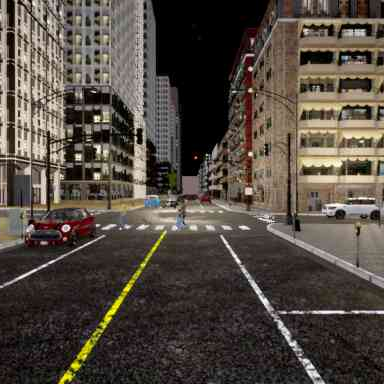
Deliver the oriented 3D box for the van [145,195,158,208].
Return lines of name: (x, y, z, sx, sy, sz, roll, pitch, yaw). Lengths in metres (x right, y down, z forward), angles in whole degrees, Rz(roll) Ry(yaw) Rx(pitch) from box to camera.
van: (-5.701, 1.352, 47.281, 1.690, 1.788, 3.998, 0, 0, 0)

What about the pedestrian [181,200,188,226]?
pedestrian: (-0.506, 1.295, 20.142, 0.375, 1.860, 0.375, 0, 0, 0)

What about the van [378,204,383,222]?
van: (16.925, 1.706, 25.545, 3.998, 1.788, 1.690, 1, -1, 0)

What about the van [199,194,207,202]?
van: (2.672, 1.375, 80.590, 1.690, 1.788, 3.998, 0, 0, 0)

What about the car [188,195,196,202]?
car: (-0.012, 1.500, 76.361, 1.882, 1.535, 5.008, 0, 0, 0)

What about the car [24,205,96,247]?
car: (-5.694, 1.441, 14.807, 1.967, 1.590, 4.097, 0, 0, 0)

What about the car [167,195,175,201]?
car: (-5.710, 1.569, 91.518, 1.752, 1.417, 4.829, 0, 0, 0)

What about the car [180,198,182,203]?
car: (-3.099, 1.508, 56.291, 2.128, 1.511, 4.902, 0, 0, 0)

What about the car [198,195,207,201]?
car: (2.672, 1.589, 86.140, 2.008, 1.369, 4.403, 0, 0, 0)

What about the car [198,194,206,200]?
car: (2.670, 1.359, 91.691, 2.192, 1.841, 5.009, 0, 0, 0)

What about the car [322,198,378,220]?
car: (15.280, 1.546, 31.473, 5.566, 2.045, 2.150, 1, 0, -2)

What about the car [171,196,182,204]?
car: (-3.028, 1.587, 67.516, 1.994, 1.385, 4.181, 0, 0, 1)

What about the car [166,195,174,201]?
car: (-5.709, 1.479, 86.137, 1.967, 1.590, 4.097, 0, 0, 0)

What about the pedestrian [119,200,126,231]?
pedestrian: (-3.908, 1.295, 18.942, 0.375, 1.860, 0.375, 0, 0, 0)

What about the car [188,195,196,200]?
car: (-0.015, 1.484, 86.814, 1.895, 1.301, 4.718, 0, 0, 0)

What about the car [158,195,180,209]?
car: (-3.107, 1.502, 46.211, 2.128, 1.511, 4.902, 0, 0, 0)

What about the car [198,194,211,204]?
car: (2.676, 1.336, 63.937, 2.192, 1.841, 5.009, 0, 0, 0)

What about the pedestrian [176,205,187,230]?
pedestrian: (-0.661, 1.575, 19.543, 0.375, 1.300, 0.375, 0, 0, 0)

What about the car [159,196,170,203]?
car: (-5.705, 1.550, 69.315, 1.752, 1.417, 4.829, 0, 0, 0)
